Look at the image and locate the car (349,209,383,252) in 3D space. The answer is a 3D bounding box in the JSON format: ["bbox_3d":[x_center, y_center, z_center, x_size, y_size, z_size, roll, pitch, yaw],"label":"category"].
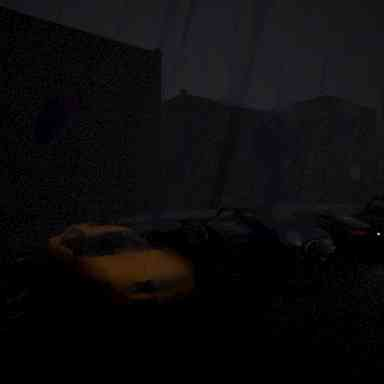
[{"bbox_3d":[4.704,1.460,12.794,2.002,1.452,4.674,0,0,-35],"label":"car"}]

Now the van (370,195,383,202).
[{"bbox_3d":[11.483,1.144,17.774,1.878,1.987,4.442,0,0,-36],"label":"van"}]

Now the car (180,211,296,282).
[{"bbox_3d":[0.173,1.452,9.559,2.231,1.521,4.892,0,0,-35],"label":"car"}]

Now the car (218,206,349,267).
[{"bbox_3d":[2.418,1.311,11.206,2.185,1.767,4.553,0,0,-35],"label":"car"}]

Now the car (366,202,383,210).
[{"bbox_3d":[9.218,1.417,16.051,2.163,1.488,4.792,0,0,-35],"label":"car"}]

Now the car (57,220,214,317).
[{"bbox_3d":[-1.989,1.463,7.798,1.946,1.575,5.366,0,0,-35],"label":"car"}]

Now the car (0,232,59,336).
[{"bbox_3d":[-4.367,1.481,6.338,2.231,1.521,4.892,0,0,-35],"label":"car"}]
